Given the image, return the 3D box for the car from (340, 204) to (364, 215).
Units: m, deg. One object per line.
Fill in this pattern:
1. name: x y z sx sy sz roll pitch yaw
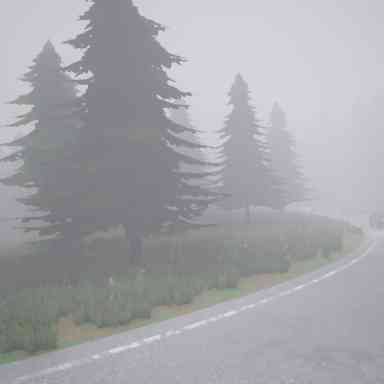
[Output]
1. car: 20.491 2.186 42.526 1.895 1.301 4.718 -4 -2 7

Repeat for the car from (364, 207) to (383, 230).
1. car: 13.623 1.782 23.197 1.812 1.442 4.674 -3 -2 18

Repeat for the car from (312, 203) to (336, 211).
1. car: 21.704 2.529 55.159 1.895 1.301 4.718 -4 -1 -8
